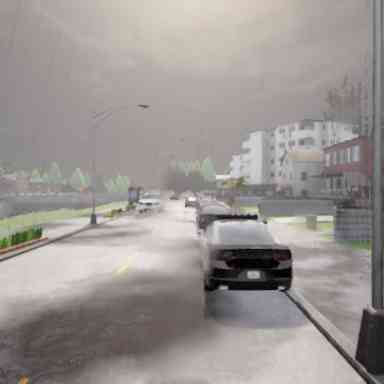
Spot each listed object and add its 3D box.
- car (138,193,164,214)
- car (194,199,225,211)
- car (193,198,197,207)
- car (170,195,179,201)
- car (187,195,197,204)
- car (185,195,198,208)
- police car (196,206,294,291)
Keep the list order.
[{"bbox_3d":[-4.095,1.108,34.269,2.150,2.045,5.566,0,0,0],"label":"car"},{"bbox_3d":[1.200,1.415,18.942,1.882,1.535,5.008,0,0,0],"label":"car"},{"bbox_3d":[1.200,1.422,24.942,1.837,1.490,4.892,0,0,0],"label":"car"},{"bbox_3d":[-3.998,1.332,75.618,1.895,1.301,4.718,0,0,0],"label":"car"},{"bbox_3d":[0.004,1.279,59.784,1.882,1.535,5.008,0,0,0],"label":"car"},{"bbox_3d":[0.025,1.411,46.053,1.994,1.385,4.181,0,0,0],"label":"car"},{"bbox_3d":[1.200,1.395,9.051,1.930,1.638,5.238,0,0,0],"label":"police car"}]
